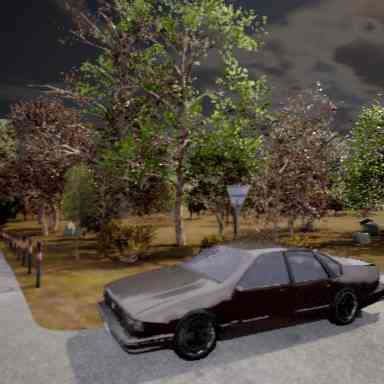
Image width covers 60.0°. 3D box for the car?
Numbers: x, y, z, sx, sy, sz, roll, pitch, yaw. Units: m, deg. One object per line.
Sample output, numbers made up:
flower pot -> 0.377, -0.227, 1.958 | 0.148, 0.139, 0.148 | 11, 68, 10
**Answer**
car -> 1.150, 1.640, 6.051 | 5.357, 1.411, 2.033 | 2, -1, -27
